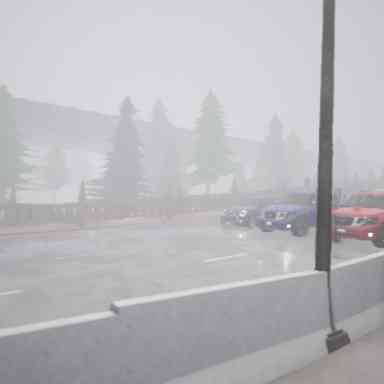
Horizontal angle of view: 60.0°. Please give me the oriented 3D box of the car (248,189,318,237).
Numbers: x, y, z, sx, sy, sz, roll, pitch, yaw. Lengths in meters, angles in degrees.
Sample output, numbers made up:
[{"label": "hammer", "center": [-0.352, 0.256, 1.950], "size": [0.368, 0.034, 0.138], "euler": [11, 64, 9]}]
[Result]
[{"label": "car", "center": [5.713, 0.931, 16.673], "size": [5.566, 2.045, 2.150], "euler": [-3, 2, -35]}]

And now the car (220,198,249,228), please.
[{"label": "car", "center": [3.815, 1.053, 19.617], "size": [4.553, 1.767, 2.097], "euler": [-3, 2, -35]}]

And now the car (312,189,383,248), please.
[{"label": "car", "center": [7.739, 0.932, 13.819], "size": [5.566, 2.045, 2.150], "euler": [-3, 2, -35]}]
